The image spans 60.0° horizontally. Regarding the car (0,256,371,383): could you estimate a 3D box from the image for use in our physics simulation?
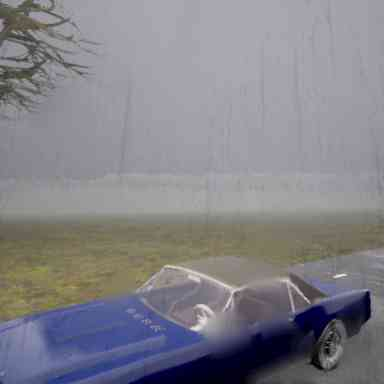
[{"bbox_3d":[0.139,1.591,4.091,4.718,1.301,1.895,0,0,-36],"label":"car"}]
